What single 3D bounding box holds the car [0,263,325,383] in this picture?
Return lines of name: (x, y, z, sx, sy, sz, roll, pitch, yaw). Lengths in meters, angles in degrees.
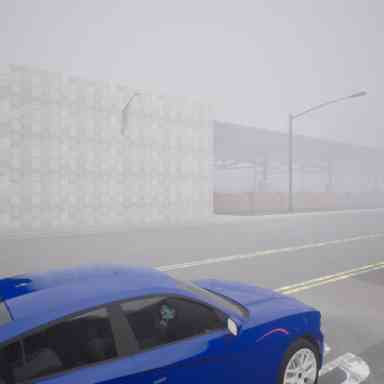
car: (-0.723, 1.478, 3.234, 5.008, 1.535, 1.882, 0, 0, -36)
